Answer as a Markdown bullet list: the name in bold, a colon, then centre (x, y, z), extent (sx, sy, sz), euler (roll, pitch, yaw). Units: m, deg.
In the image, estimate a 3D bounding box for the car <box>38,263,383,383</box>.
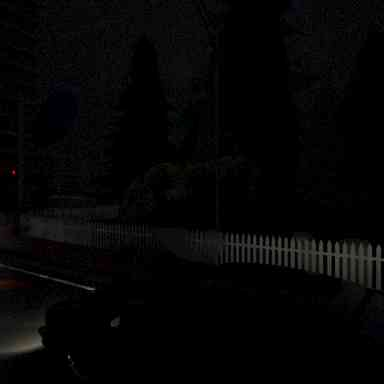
- **car**: centre (0.574, 1.547, 3.585), extent (5.357, 1.411, 2.033), euler (0, 0, 36)
